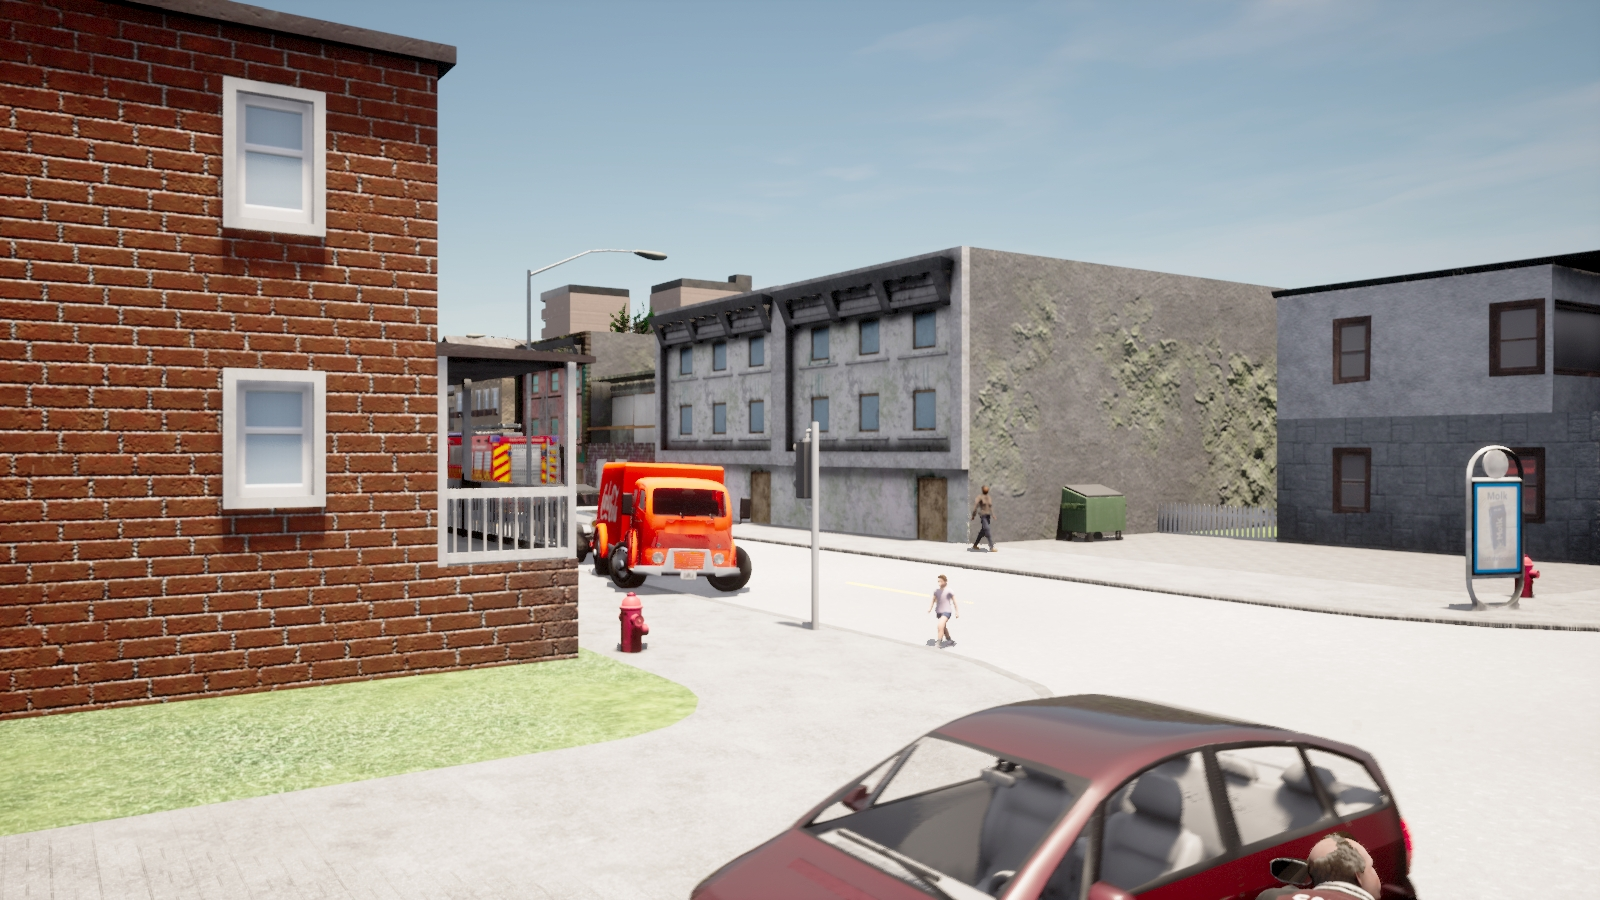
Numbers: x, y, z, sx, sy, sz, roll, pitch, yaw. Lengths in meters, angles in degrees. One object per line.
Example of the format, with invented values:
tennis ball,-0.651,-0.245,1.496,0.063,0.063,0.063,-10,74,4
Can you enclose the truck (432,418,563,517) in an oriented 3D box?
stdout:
truck,-12.944,0.670,48.263,2.891,3.827,8.468,0,0,-33

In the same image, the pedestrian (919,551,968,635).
pedestrian,2.032,2.008,16.171,0.500,1.100,0.500,0,0,40

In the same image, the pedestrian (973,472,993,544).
pedestrian,4.818,1.524,30.048,0.375,1.860,0.375,0,0,-31

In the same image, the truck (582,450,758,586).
truck,-2.868,1.294,23.855,2.627,2.467,5.204,3,-1,-17

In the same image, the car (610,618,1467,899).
car,1.211,1.806,5.268,3.705,1.549,1.789,0,0,-34
